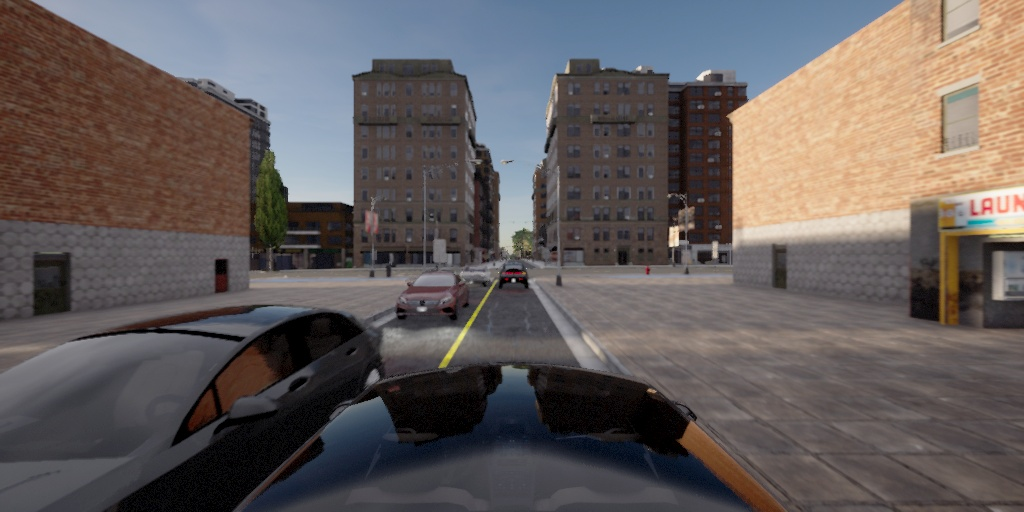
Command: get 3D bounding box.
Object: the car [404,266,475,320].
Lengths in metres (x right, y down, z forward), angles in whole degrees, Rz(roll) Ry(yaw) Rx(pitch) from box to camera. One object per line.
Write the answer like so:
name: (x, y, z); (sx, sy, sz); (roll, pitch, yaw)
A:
car: (-2.584, 1.262, 12.684); (1.812, 1.442, 4.674); (0, 0, 0)

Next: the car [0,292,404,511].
car: (-2.592, 1.254, 2.948); (1.837, 1.490, 4.892); (0, 0, 0)

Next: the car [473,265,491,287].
car: (-2.514, 1.320, 24.496); (1.895, 1.301, 4.718); (0, 0, 0)

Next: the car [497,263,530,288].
car: (0.108, 1.222, 23.518); (1.837, 1.490, 4.892); (0, -1, 0)
